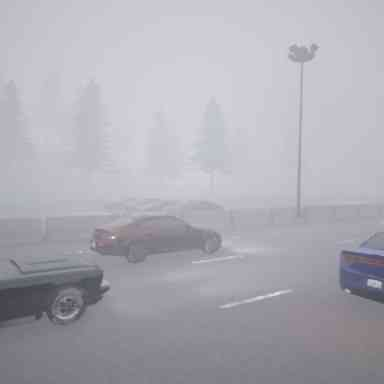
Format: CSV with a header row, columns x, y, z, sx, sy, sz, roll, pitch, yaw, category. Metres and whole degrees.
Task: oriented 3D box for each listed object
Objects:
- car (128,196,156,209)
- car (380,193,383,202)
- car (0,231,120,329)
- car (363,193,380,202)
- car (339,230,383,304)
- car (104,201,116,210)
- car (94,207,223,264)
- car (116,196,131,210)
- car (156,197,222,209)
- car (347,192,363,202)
x,y,z,sx,sy,sz,roll,pitch,yaw,category
-2.238,1.328,27.837,5.357,1.411,2.033,0,1,-34,car
15.502,1.135,22.690,5.566,2.045,2.150,-1,1,-34,car
-3.785,1.523,5.244,4.718,1.301,1.895,0,0,-36,car
30.571,0.868,54.162,4.902,1.511,2.128,-1,1,-33,car
5.303,1.479,7.324,5.008,1.535,1.882,0,1,-34,car
-6.327,1.182,33.520,5.008,1.535,1.882,0,1,-34,car
-1.091,1.440,11.418,4.674,1.442,1.812,0,0,-35,car
-4.106,1.247,30.797,4.892,1.490,1.837,0,1,-34,car
0.107,1.310,25.197,4.902,1.511,2.128,0,1,-34,car
28.611,0.838,57.054,4.892,1.490,1.837,-1,1,-33,car
